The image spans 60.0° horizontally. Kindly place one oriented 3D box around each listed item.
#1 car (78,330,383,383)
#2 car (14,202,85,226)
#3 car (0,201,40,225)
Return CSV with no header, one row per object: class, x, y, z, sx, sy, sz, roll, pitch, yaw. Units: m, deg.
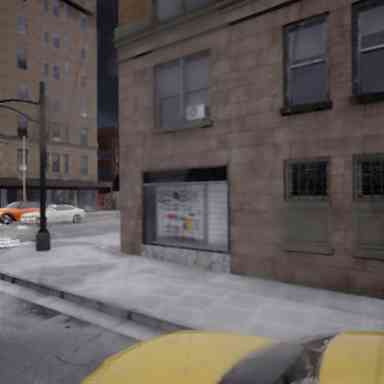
car,1.188,1.525,2.008,4.829,1.417,1.752,0,-1,35
car,-10.118,1.648,24.493,1.812,1.442,4.674,-1,-1,37
car,-13.261,1.501,25.718,2.097,1.767,4.553,-1,-1,36
